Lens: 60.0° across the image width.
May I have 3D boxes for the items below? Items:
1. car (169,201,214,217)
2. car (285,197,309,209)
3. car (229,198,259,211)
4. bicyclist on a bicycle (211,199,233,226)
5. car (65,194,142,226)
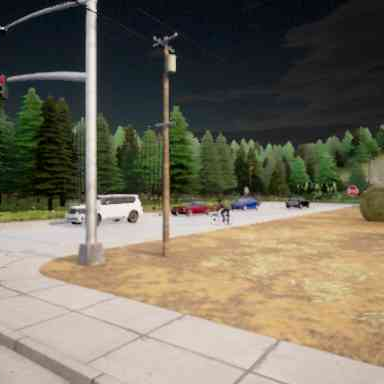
[{"bbox_3d":[0.026,1.555,30.857,1.895,1.301,4.718,0,0,37],"label":"car"},{"bbox_3d":[13.758,1.424,43.247,2.128,1.511,4.902,0,0,37],"label":"car"},{"bbox_3d":[6.208,1.415,39.168,1.882,1.535,5.008,0,0,37],"label":"car"},{"bbox_3d":[1.842,1.280,20.747,1.656,1.620,0.582,0,0,37],"label":"bicyclist on a bicycle"},{"bbox_3d":[-5.876,1.191,22.903,2.150,2.045,5.566,0,0,37],"label":"car"}]
